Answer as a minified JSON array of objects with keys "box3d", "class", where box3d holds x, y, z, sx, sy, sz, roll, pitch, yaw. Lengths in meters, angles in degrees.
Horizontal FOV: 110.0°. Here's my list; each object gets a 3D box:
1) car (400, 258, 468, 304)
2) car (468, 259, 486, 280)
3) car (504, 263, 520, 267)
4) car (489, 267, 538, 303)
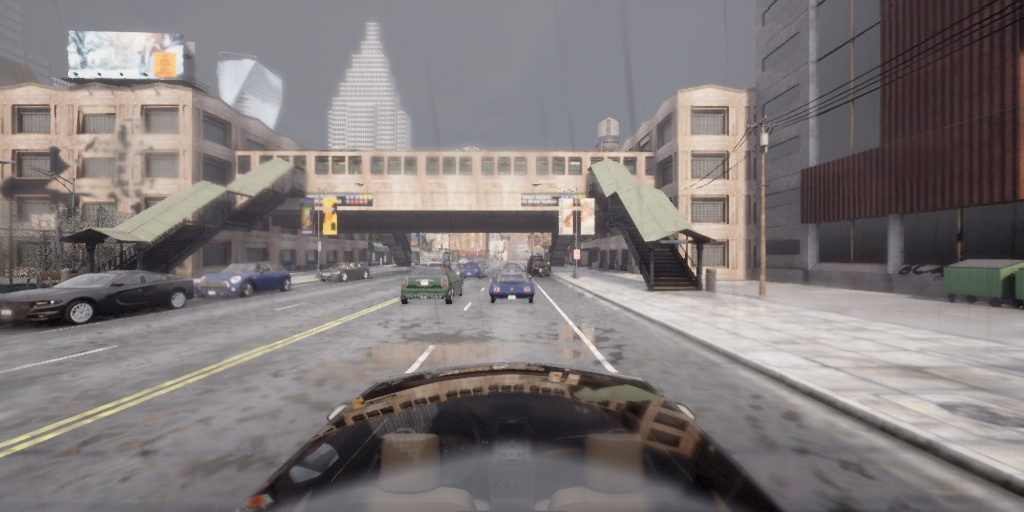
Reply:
[{"box3d":[-3.500,1.116,16.470,2.097,1.767,4.553,0,0,0],"class":"car"},{"box3d":[-3.500,1.283,31.500,1.812,1.442,4.674,0,0,0],"class":"car"},{"box3d":[0.000,1.313,31.499,2.033,1.411,5.357,0,0,0],"class":"car"},{"box3d":[0.000,1.366,16.530,1.895,1.301,4.718,0,0,0],"class":"car"}]
